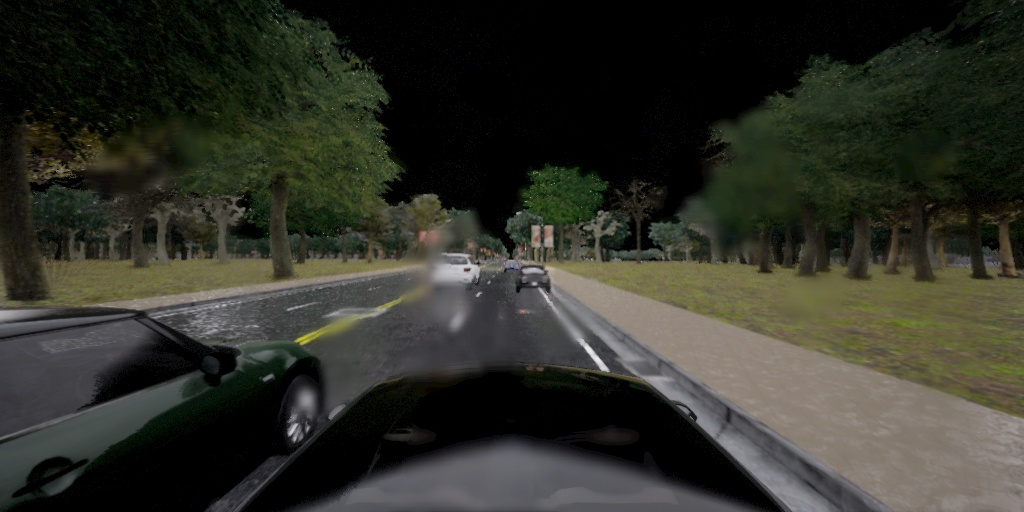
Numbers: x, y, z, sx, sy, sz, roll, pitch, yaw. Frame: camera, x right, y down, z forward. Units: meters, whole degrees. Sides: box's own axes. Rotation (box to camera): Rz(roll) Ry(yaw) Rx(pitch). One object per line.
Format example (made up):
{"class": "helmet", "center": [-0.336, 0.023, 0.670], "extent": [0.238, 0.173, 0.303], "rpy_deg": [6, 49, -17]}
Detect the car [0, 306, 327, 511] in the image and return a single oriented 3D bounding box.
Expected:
{"class": "car", "center": [-3.152, 1.100, 2.229], "extent": [2.097, 1.767, 4.553], "rpy_deg": [0, 0, 0]}

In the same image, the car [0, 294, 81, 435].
{"class": "car", "center": [-6.601, 1.253, 2.282], "extent": [1.837, 1.490, 4.892], "rpy_deg": [0, 0, 0]}

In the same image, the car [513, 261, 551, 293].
{"class": "car", "center": [1.123, 1.199, 20.194], "extent": [1.812, 1.442, 4.674], "rpy_deg": [0, 0, 0]}

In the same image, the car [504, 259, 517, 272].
{"class": "car", "center": [0.008, 1.131, 42.331], "extent": [2.033, 1.411, 5.357], "rpy_deg": [0, 0, 1]}

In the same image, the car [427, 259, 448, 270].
{"class": "car", "center": [-9.856, 1.133, 47.762], "extent": [1.994, 1.385, 4.181], "rpy_deg": [0, 0, 0]}

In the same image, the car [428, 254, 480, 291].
{"class": "car", "center": [-3.164, 0.889, 21.371], "extent": [2.150, 2.045, 5.566], "rpy_deg": [0, 0, 0]}
